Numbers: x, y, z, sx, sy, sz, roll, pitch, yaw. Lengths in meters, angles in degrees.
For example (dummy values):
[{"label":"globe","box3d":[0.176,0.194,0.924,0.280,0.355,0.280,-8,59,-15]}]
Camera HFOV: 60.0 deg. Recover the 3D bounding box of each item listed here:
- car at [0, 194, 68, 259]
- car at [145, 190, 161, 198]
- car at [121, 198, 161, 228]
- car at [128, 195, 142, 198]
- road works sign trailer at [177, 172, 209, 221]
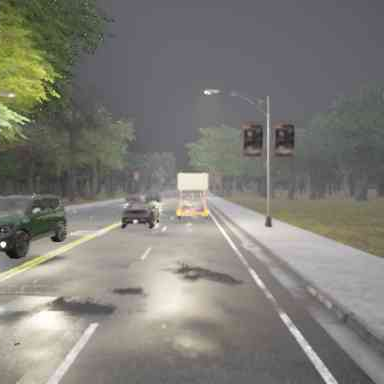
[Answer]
[{"label":"car","box3d":[-6.580,1.129,12.560,2.150,2.045,5.566,0,0,0]},{"label":"car","box3d":[-6.263,0.757,54.143,2.150,2.045,5.566,0,1,1]},{"label":"car","box3d":[-3.101,1.349,20.697,1.837,1.490,4.892,0,0,0]},{"label":"car","box3d":[-9.508,1.135,54.287,1.895,1.301,4.718,0,1,1]},{"label":"road works sign trailer","box3d":[0.064,0.271,25.230,2.380,3.560,2.880,0,0,0]}]
